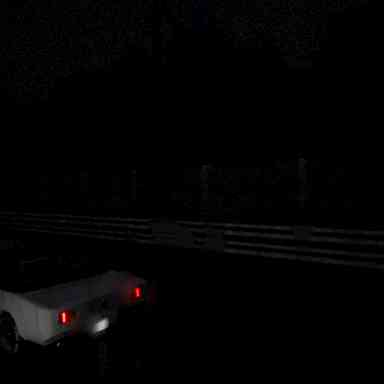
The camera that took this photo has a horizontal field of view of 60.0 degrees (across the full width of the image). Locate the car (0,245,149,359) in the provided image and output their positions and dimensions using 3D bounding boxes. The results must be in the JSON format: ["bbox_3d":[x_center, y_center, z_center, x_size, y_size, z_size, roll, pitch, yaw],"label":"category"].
[{"bbox_3d":[-3.116,1.657,6.090,4.718,1.301,1.895,-1,0,35],"label":"car"}]
